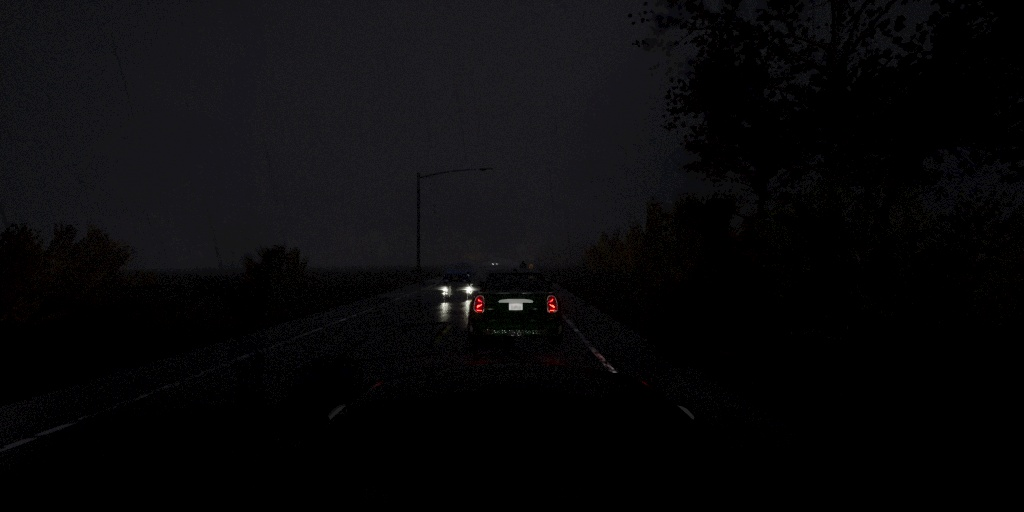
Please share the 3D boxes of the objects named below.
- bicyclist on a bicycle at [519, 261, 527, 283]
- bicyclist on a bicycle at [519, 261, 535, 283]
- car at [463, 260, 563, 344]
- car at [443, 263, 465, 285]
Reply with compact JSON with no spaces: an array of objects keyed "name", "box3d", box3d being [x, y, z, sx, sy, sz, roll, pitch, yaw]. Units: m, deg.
[{"name":"bicyclist on a bicycle","box3d":[0.843,1.193,27.235,0.582,1.620,1.656,0,0,0]},{"name":"bicyclist on a bicycle","box3d":[0.905,1.181,17.119,0.866,1.612,1.509,0,0,0]},{"name":"car","box3d":[0.073,1.099,9.775,2.097,1.767,4.553,0,0,0]},{"name":"car","box3d":[-3.714,1.219,25.980,1.882,1.535,5.008,0,0,0]}]
